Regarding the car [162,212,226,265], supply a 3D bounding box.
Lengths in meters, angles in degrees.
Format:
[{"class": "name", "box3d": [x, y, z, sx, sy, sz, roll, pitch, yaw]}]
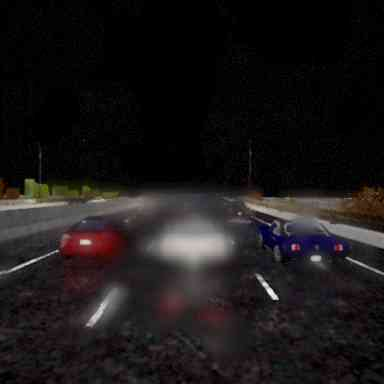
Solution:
[{"class": "car", "box3d": [0.098, 1.619, 11.775, 1.895, 1.301, 4.718, 0, 0, 1]}]

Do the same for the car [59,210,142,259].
[{"class": "car", "box3d": [-3.384, 1.584, 12.684, 1.994, 1.385, 4.181, 0, 0, 1]}]

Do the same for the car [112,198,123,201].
[{"class": "car", "box3d": [-12.992, 1.710, 58.223, 1.994, 1.385, 4.181, 0, 0, 2]}]

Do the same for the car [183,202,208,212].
[{"class": "car", "box3d": [0.301, 1.545, 27.299, 2.128, 1.511, 4.902, 0, 0, 2]}]

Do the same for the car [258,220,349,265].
[{"class": "car", "box3d": [3.597, 1.620, 11.746, 1.895, 1.301, 4.718, 0, 0, 1]}]

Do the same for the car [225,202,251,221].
[{"class": "car", "box3d": [3.819, 1.581, 27.960, 1.812, 1.442, 4.674, 0, 0, 2]}]

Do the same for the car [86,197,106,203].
[{"class": "car", "box3d": [-16.485, 1.670, 58.263, 1.812, 1.442, 4.674, 0, 0, 3]}]

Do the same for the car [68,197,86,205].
[{"class": "car", "box3d": [-19.979, 1.621, 58.385, 1.882, 1.535, 5.008, 0, 0, 3]}]

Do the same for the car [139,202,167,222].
[{"class": "car", "box3d": [-3.198, 1.544, 27.348, 2.128, 1.511, 4.902, 0, 0, 2]}]
